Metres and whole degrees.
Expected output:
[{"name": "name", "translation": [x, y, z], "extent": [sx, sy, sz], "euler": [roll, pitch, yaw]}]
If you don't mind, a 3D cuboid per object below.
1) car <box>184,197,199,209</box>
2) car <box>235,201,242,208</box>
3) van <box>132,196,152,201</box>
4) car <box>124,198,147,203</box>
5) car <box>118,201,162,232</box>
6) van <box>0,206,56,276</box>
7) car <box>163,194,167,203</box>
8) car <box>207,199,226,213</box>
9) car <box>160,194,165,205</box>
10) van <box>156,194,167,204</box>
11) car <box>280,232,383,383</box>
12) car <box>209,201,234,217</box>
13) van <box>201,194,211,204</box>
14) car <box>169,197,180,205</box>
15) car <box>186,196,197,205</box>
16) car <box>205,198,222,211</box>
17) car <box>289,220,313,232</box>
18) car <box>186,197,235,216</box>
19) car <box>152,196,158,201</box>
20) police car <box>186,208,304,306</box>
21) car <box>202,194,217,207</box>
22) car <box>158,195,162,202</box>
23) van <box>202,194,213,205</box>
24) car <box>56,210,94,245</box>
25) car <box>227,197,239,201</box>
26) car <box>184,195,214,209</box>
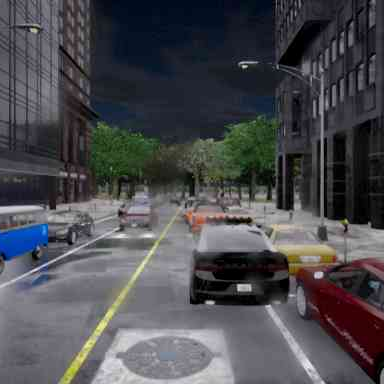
[{"name": "car", "translation": [-0.040, 1.508, 45.791], "extent": [1.837, 1.490, 4.892], "euler": [0, 0, 1]}, {"name": "car", "translation": [2.738, 1.524, 20.914], "extent": [1.752, 1.417, 4.829], "euler": [0, 0, 0]}, {"name": "van", "translation": [-5.806, 1.342, 37.048], "extent": [1.690, 1.788, 3.998], "euler": [0, 0, 0]}, {"name": "car", "translation": [-5.799, 1.566, 31.610], "extent": [1.947, 1.339, 4.313], "euler": [0, 0, 0]}, {"name": "car", "translation": [-3.124, 1.524, 20.244], "extent": [1.812, 1.442, 4.674], "euler": [0, 0, 0]}, {"name": "van", "translation": [-5.775, 1.340, 9.860], "extent": [1.690, 1.788, 3.998], "euler": [0, 0, 0]}, {"name": "car", "translation": [-5.830, 1.449, 58.798], "extent": [1.967, 1.590, 4.097], "euler": [0, 0, 0]}, {"name": "car", "translation": [2.719, 1.526, 37.227], "extent": [1.752, 1.417, 4.829], "euler": [0, 0, 0]}, {"name": "car", "translation": [-5.824, 1.532, 53.190], "extent": [1.752, 1.417, 4.829], "euler": [0, 0, 0]}, {"name": "van", "translation": [-5.836, 1.353, 64.236], "extent": [1.690, 1.788, 3.998], "euler": [0, 0, 0]}, {"name": "car", "translation": [2.756, 1.544, 4.432], "extent": [1.887, 1.381, 4.507], "euler": [0, 0, 0]}, {"name": "car", "translation": [2.726, 1.551, 31.619], "extent": [2.008, 1.369, 4.403], "euler": [0, 0, 0]}, {"name": "van", "translation": [2.689, 1.353, 64.245], "extent": [1.690, 1.788, 3.998], "euler": [0, 0, 0]}, {"name": "car", "translation": [-3.067, 1.611, 59.707], "extent": [1.895, 1.301, 4.718], "euler": [0, 0, 0]}, {"name": "car", "translation": [-0.066, 1.515, 59.356], "extent": [1.837, 1.490, 4.892], "euler": [0, 0, 0]}, {"name": "car", "translation": [2.714, 1.547, 42.495], "extent": [1.887, 1.381, 4.507], "euler": [0, 0, 0]}, {"name": "car", "translation": [2.750, 1.524, 10.039], "extent": [1.752, 1.417, 4.829], "euler": [0, 0, 0]}, {"name": "car", "translation": [0.879, 1.350, 18.104], "extent": [2.097, 1.767, 4.553], "euler": [0, 0, 0]}, {"name": "car", "translation": [-5.811, 1.528, 42.315], "extent": [1.752, 1.417, 4.829], "euler": [0, 0, 0]}, {"name": "police car", "translation": [0.890, 1.425, 8.244], "extent": [1.930, 1.638, 5.238], "euler": [0, 0, 0]}, {"name": "car", "translation": [2.701, 1.322, 53.370], "extent": [2.192, 1.841, 5.009], "euler": [0, 0, 0]}, {"name": "car", "translation": [-5.818, 1.570, 47.923], "extent": [1.947, 1.339, 4.313], "euler": [0, 0, 0]}, {"name": "van", "translation": [2.695, 1.351, 58.807], "extent": [1.690, 1.788, 3.998], "euler": [0, 0, 0]}, {"name": "car", "translation": [-5.781, 1.549, 15.297], "extent": [2.008, 1.369, 4.403], "euler": [0, 0, 0]}, {"name": "car", "translation": [2.732, 1.314, 26.182], "extent": [2.192, 1.841, 5.009], "euler": [0, 0, 0]}, {"name": "car", "translation": [0.689, 1.350, 24.132], "extent": [2.097, 1.767, 4.553], "euler": [0, 0, 2]}]
